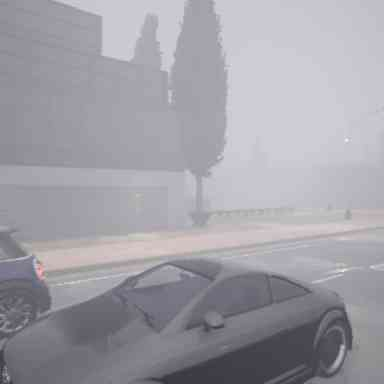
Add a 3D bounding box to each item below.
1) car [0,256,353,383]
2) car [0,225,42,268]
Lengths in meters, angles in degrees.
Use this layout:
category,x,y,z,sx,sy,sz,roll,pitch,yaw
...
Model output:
category,x,y,z,sx,sy,sz,roll,pitch,yaw
car,0.030,1.555,3.967,4.181,1.385,1.994,0,0,-35
car,-4.638,1.356,4.956,4.553,1.767,2.097,0,0,-35
